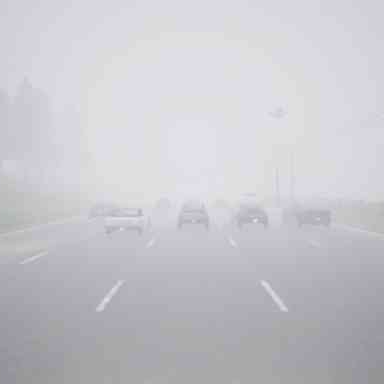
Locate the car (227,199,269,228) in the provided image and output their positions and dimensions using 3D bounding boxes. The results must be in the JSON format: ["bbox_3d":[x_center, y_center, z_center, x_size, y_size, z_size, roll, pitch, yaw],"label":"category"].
[{"bbox_3d":[3.602,1.391,21.330,1.837,1.490,4.892,0,0,0],"label":"car"}]

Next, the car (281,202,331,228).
[{"bbox_3d":[7.101,1.366,21.191,1.882,1.535,5.008,0,0,0],"label":"car"}]

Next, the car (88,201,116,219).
[{"bbox_3d":[-6.985,1.421,27.163,1.994,1.385,4.181,0,0,0],"label":"car"}]

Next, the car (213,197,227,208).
[{"bbox_3d":[3.591,1.338,43.058,1.994,1.385,4.181,0,0,0],"label":"car"}]

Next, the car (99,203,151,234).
[{"bbox_3d":[-3.399,1.503,18.360,1.895,1.301,4.718,0,0,0],"label":"car"}]

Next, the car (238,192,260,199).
[{"bbox_3d":[7.094,1.002,41.951,2.150,2.045,5.566,0,1,0],"label":"car"}]

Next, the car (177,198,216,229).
[{"bbox_3d":[0.101,1.381,20.830,2.128,1.511,4.902,0,0,0],"label":"car"}]

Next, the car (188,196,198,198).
[{"bbox_3d":[0.092,1.299,42.998,1.812,1.442,4.674,0,0,0],"label":"car"}]

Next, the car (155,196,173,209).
[{"bbox_3d":[-3.409,1.293,40.310,1.837,1.490,4.892,0,1,0],"label":"car"}]
